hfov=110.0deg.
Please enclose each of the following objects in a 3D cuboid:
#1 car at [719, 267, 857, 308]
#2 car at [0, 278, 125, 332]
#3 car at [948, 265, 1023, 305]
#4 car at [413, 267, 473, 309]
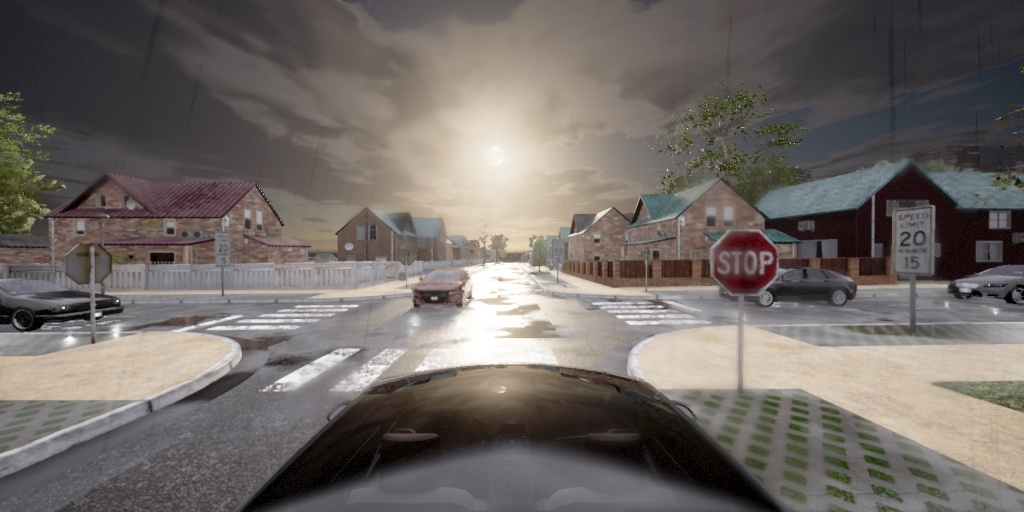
[{"bbox_3d":[10.897,1.185,14.330,4.892,1.490,1.837,0,1,-3],"label":"car"},{"bbox_3d":[-15.122,1.390,10.697,5.357,1.411,2.033,0,1,-1],"label":"car"},{"bbox_3d":[20.908,1.119,14.677,4.902,1.511,2.128,0,1,-2],"label":"car"},{"bbox_3d":[-2.781,1.236,15.299,1.882,1.535,5.008,0,0,0],"label":"car"}]
